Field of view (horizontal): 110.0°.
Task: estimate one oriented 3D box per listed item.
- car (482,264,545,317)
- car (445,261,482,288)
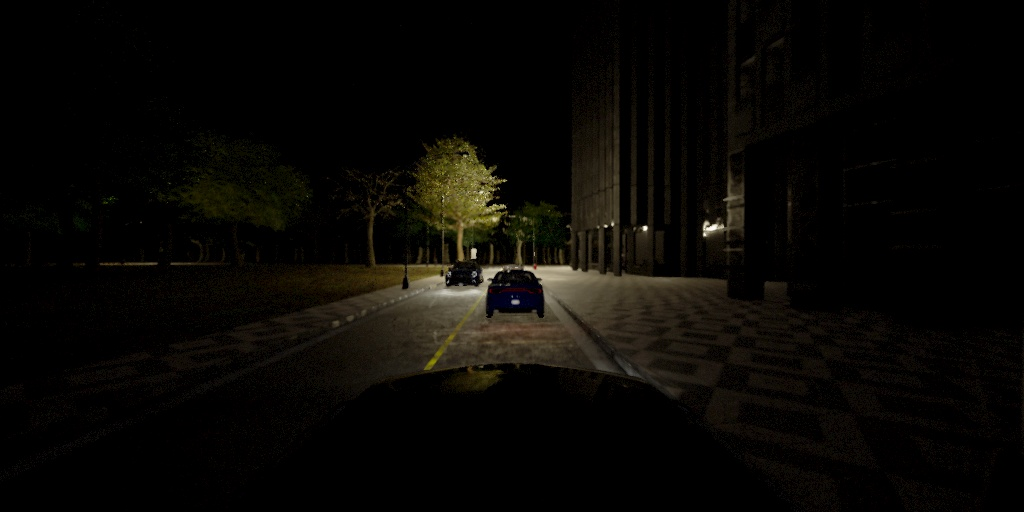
[{"bbox_3d":[0.103,1.238,13.297,1.882,1.535,5.008,0,0,0],"label":"car"},{"bbox_3d":[-3.093,1.119,23.896,2.097,1.767,4.553,0,0,0],"label":"car"}]
